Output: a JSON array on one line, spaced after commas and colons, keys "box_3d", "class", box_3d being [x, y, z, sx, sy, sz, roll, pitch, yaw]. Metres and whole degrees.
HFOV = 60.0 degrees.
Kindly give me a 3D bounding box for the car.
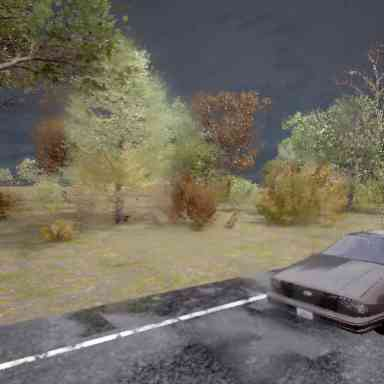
[{"box_3d": [3.949, 1.529, 6.807, 5.357, 1.411, 2.033, 0, 0, -35], "class": "car"}]
